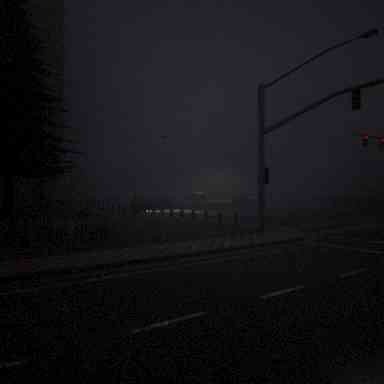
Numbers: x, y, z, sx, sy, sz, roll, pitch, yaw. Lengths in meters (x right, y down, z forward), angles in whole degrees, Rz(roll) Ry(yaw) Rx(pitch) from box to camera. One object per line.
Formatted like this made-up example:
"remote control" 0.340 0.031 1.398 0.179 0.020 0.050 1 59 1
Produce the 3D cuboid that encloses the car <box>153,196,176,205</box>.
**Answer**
"car" -4.830 1.501 57.696 1.812 1.442 4.674 0 0 -35

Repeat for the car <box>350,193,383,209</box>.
"car" 23.277 1.120 42.538 1.932 1.855 4.605 0 0 -36

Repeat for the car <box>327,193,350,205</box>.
"car" 31.449 1.102 69.845 1.932 1.855 4.605 0 0 -36

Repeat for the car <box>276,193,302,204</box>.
"car" 17.737 1.357 59.970 1.970 1.475 3.806 0 0 -36

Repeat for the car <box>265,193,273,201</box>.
"car" 16.034 1.318 77.296 1.784 1.438 3.905 0 0 -36

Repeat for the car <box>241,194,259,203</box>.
"car" 13.675 1.352 75.617 1.970 1.475 3.806 0 0 -36

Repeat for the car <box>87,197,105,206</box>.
"car" -16.035 1.513 55.218 1.812 1.442 4.674 0 0 -36

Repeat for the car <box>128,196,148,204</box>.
"car" -10.736 1.481 65.844 1.837 1.490 4.892 0 0 -36

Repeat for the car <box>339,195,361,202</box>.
"car" 33.845 1.311 71.473 1.784 1.438 3.905 0 0 -36

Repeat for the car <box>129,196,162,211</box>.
"car" -5.903 1.548 40.935 1.994 1.385 4.181 0 0 -36

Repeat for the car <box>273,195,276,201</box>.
"car" 18.190 1.106 78.893 1.932 1.855 4.605 0 0 -36

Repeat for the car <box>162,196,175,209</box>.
"car" -4.229 1.582 44.607 1.895 1.301 4.718 0 0 -36
